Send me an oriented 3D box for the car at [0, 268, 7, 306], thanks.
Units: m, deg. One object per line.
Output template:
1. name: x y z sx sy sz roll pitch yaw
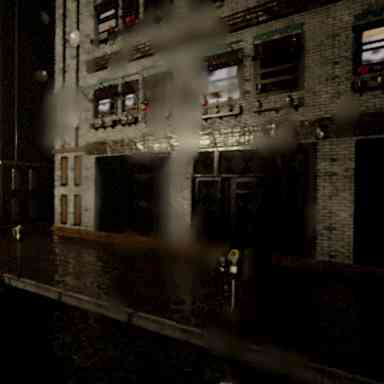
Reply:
1. car: -5.128 1.546 6.302 4.206 1.307 1.802 0 1 35
